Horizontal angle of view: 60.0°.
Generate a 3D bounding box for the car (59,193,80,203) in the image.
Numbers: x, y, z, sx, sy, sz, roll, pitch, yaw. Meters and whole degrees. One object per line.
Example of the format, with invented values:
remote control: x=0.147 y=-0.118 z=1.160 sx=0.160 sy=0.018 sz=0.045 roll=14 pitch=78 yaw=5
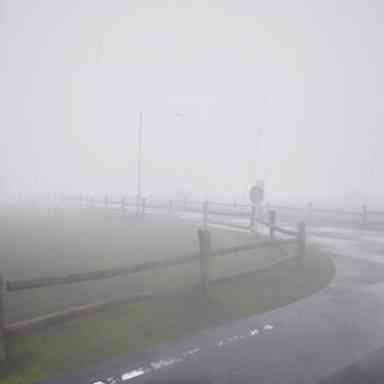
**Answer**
car: x=-17.953 y=0.870 z=48.702 sx=2.033 sy=1.411 sz=5.357 roll=1 pitch=0 yaw=-36
